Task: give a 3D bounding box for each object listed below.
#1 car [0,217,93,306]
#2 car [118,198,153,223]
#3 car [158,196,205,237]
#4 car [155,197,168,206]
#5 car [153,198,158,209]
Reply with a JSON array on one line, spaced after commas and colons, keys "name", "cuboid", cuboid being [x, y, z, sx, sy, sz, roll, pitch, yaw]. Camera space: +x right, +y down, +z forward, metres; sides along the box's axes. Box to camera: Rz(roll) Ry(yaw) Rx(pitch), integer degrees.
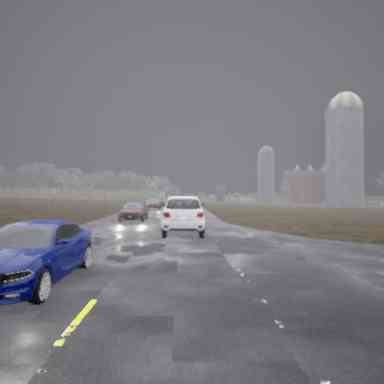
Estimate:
[{"name": "car", "cuboid": [-3.899, 1.455, 8.232, 1.882, 1.535, 5.008, 1, 0, -2]}, {"name": "car", "cuboid": [-4.443, 1.470, 25.897, 1.882, 1.535, 5.008, 0, 0, -2]}, {"name": "car", "cuboid": [-0.496, 1.230, 18.252, 2.150, 2.045, 5.566, 0, 0, -2]}, {"name": "car", "cuboid": [-5.407, 1.603, 59.399, 1.837, 1.490, 4.892, 0, 0, -1]}, {"name": "car", "cuboid": [-4.953, 1.509, 43.082, 1.882, 1.535, 5.008, 0, 0, -2]}]
